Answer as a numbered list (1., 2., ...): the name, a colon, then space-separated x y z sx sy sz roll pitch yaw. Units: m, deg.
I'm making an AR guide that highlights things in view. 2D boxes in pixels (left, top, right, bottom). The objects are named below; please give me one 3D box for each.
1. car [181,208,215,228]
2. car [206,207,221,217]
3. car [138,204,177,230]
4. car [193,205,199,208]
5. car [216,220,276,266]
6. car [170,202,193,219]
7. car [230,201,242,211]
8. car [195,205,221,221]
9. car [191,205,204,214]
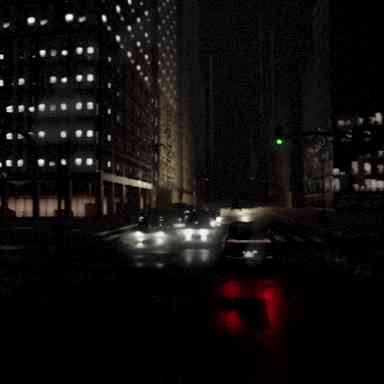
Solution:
1. car: 0.598 2.303 28.411 1.994 1.385 4.181 -1 -1 7
2. car: 3.187 2.803 48.093 1.895 1.301 4.718 -1 -1 7
3. car: -2.852 2.082 27.088 2.097 1.767 4.553 -1 -1 7
4. car: -0.334 2.532 46.185 2.097 1.767 4.553 -1 -1 7
5. car: 2.147 1.913 13.182 2.128 1.511 4.902 0 -2 7
6. car: -1.610 2.176 36.581 2.150 2.045 5.566 -1 -1 8
7. car: 8.919 2.844 67.403 2.150 2.045 5.566 -1 -1 7
8. car: 1.862 2.528 37.953 1.994 1.385 4.181 -1 -1 8
9. car: 0.964 2.942 56.367 1.812 1.442 4.674 -1 -1 7
